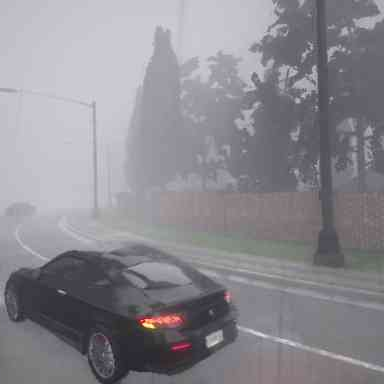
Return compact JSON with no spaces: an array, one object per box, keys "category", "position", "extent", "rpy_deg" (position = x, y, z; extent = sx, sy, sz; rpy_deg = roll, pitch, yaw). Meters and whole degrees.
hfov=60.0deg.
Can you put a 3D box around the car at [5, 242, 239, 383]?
[{"category":"car","position":[-1.424,1.575,5.481],"extent":[4.674,1.442,1.812],"rpy_deg":[-1,0,43]}]

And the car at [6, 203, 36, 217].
[{"category":"car","position":[-17.766,1.836,34.779],"extent":[2.033,1.411,5.357],"rpy_deg":[-1,0,-13]}]
